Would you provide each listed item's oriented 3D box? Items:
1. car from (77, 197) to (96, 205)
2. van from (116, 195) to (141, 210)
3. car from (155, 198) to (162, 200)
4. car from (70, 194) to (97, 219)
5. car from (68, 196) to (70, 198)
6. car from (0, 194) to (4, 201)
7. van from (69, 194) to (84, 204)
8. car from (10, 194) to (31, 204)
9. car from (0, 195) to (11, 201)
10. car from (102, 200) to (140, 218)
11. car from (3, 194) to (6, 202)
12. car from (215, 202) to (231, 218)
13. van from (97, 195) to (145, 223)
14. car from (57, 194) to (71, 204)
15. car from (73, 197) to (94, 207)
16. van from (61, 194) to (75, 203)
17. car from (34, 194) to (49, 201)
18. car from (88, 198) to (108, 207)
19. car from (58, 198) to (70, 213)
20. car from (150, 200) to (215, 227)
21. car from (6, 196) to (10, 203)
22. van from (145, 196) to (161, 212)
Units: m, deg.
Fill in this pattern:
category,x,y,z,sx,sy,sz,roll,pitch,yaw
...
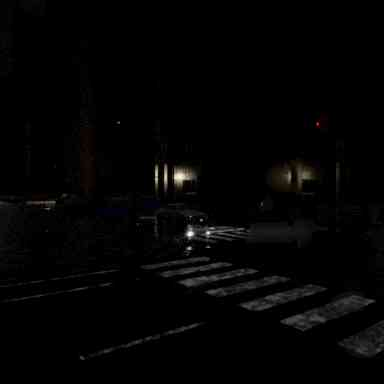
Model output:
category,x,y,z,sx,sy,sz,roll,pitch,yaw
car,-18.264,1.565,57.379,1.802,1.307,4.206,0,0,-36
van,-8.342,1.326,43.535,1.690,1.788,3.998,0,0,-36
car,-1.728,1.572,34.306,1.802,1.307,4.206,0,0,-36
car,-8.655,1.282,29.339,2.192,1.841,5.009,0,0,-36
car,-12.823,1.516,39.735,2.033,1.411,5.357,0,0,-36
car,-41.728,1.527,75.486,1.947,1.339,4.313,0,0,-36
van,-21.571,1.325,61.995,1.690,1.788,3.998,0,0,-36
car,-31.806,1.511,61.641,2.008,1.369,4.403,0,0,-36
car,-44.935,1.486,79.961,1.752,1.417,4.829,0,0,-36
car,-6.761,1.500,31.265,1.812,1.442,4.674,0,0,-35
car,-38.321,1.486,70.733,1.752,1.417,4.829,0,0,-36
car,1.580,1.545,29.691,2.008,1.369,4.403,0,0,-36
van,-5.348,1.312,24.724,1.690,1.788,3.998,0,0,-36
car,-22.419,1.523,58.436,2.033,1.411,5.357,0,0,-36
car,-16.408,1.501,50.135,1.812,1.442,4.674,0,0,-35
van,-24.878,1.325,66.610,1.690,1.788,3.998,0,0,-36
car,-38.107,1.300,85.069,2.192,1.841,5.009,0,0,-36
car,-14.957,1.565,52.764,1.802,1.307,4.206,0,0,-36
car,-11.964,1.545,33.953,1.802,1.307,4.206,0,0,-36
car,-0.780,1.507,22.934,1.812,1.442,4.674,0,0,-36
car,-35.113,1.400,66.256,1.967,1.590,4.097,0,0,-36
van,-5.035,1.328,38.921,1.690,1.788,3.998,0,0,-36
